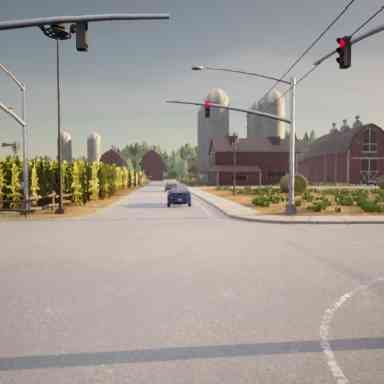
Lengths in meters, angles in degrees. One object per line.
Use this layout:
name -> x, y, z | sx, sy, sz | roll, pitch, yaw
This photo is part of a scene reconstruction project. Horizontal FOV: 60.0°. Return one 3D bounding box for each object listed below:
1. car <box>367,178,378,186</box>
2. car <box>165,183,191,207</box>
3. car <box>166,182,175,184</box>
car -> 42.334, -2.370, 77.599 | 1.905, 1.878, 3.866 | 10, 10, 41
car -> -1.125, 0.332, 27.659 | 1.882, 1.535, 5.008 | 0, 3, -5
car -> -3.365, -0.839, 52.889 | 2.128, 1.511, 4.902 | 0, 3, -5
